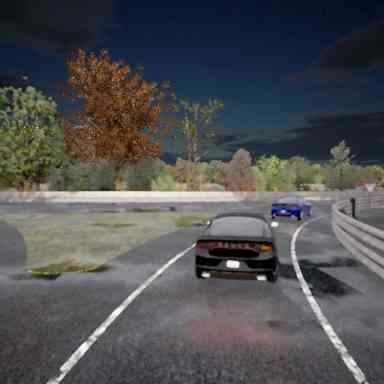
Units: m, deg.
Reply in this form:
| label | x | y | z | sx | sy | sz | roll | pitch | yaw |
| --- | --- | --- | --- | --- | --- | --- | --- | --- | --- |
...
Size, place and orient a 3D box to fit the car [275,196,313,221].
| label | x | y | z | sx | sy | sz | roll | pitch | yaw |
| --- | --- | --- | --- | --- | --- | --- | --- | --- | --- |
| car | 6.840 | 1.008 | 22.586 | 1.882 | 1.535 | 5.008 | 1 | 1 | 30 |

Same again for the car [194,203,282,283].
| label | x | y | z | sx | sy | sz | roll | pitch | yaw |
| --- | --- | --- | --- | --- | --- | --- | --- | --- | --- |
| car | 1.355 | 1.277 | 9.273 | 1.882 | 1.535 | 5.008 | 0 | 1 | 12 |
